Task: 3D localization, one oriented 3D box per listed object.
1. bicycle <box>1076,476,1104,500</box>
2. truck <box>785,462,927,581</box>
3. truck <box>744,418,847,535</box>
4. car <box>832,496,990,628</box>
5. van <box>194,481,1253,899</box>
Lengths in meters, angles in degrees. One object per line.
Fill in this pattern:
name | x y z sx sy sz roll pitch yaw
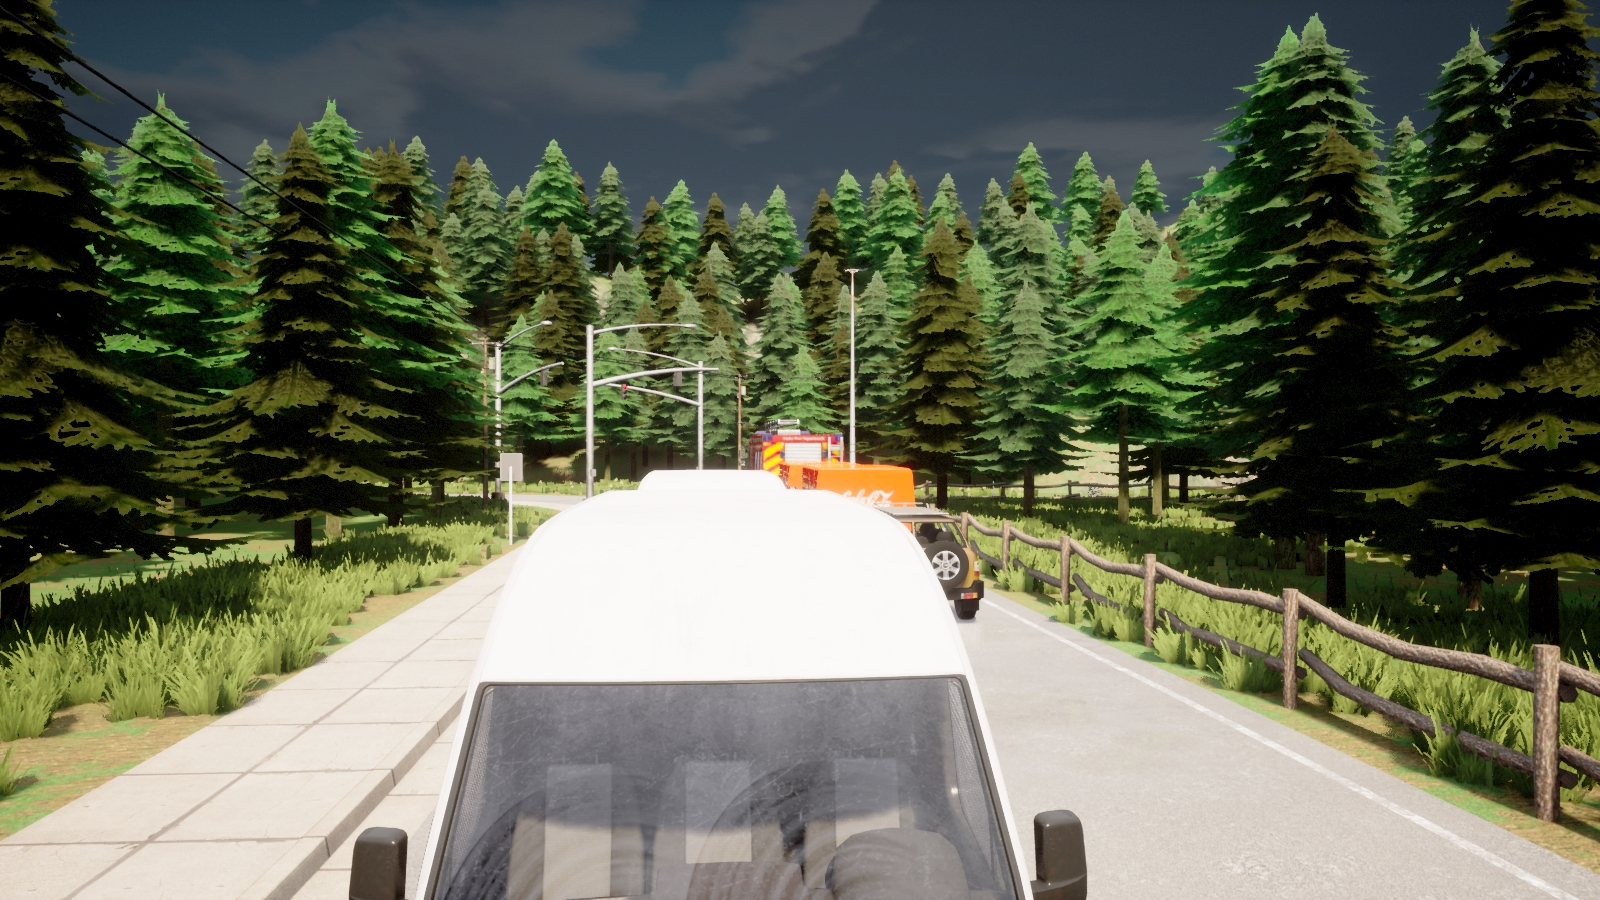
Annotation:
bicycle | 16.423 2.158 64.731 1.487 1.276 0.859 0 1 11
truck | 1.155 1.541 26.868 2.627 2.467 5.204 0 0 -5
truck | -0.332 0.864 41.734 2.891 3.827 8.468 0 0 -6
car | 1.805 1.837 20.138 1.932 1.855 4.605 0 0 -5
van | -0.340 1.499 5.099 1.988 2.561 5.915 0 0 -5
